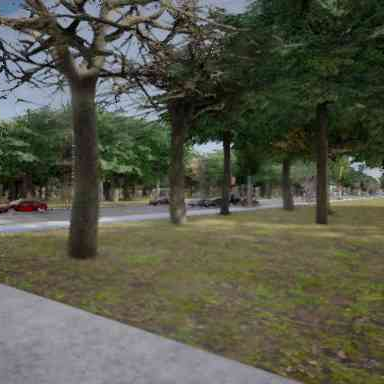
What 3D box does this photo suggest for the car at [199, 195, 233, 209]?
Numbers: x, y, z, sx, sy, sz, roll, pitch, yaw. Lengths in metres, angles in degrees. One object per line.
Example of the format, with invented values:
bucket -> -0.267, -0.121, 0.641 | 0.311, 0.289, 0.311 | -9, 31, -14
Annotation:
car -> 3.593, 1.575, 47.978 | 1.837, 1.490, 4.892 | 0, 0, 37

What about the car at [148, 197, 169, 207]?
car -> -4.840, 1.533, 53.115 | 1.882, 1.535, 5.008 | 0, 0, 36

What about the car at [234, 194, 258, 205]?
car -> 9.454, 1.594, 56.287 | 1.837, 1.490, 4.892 | 0, 0, 35

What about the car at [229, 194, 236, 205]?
car -> 7.496, 1.308, 59.141 | 2.150, 2.045, 5.566 | 0, 0, 35

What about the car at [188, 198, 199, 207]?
car -> 1.514, 1.615, 50.646 | 2.033, 1.411, 5.357 | 0, 0, 36

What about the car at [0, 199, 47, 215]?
car -> -17.819, 1.496, 34.966 | 1.882, 1.535, 5.008 | 0, 0, 35
